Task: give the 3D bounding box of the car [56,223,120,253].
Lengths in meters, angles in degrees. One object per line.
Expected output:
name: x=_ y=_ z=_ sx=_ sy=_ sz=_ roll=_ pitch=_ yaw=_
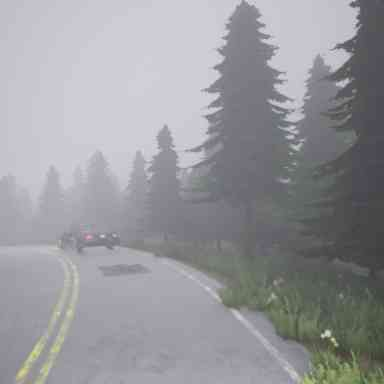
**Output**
car: x=-5.594 y=2.335 z=17.470 sx=2.033 sy=1.411 sz=5.357 roll=1 pitch=-6 yaw=-35
